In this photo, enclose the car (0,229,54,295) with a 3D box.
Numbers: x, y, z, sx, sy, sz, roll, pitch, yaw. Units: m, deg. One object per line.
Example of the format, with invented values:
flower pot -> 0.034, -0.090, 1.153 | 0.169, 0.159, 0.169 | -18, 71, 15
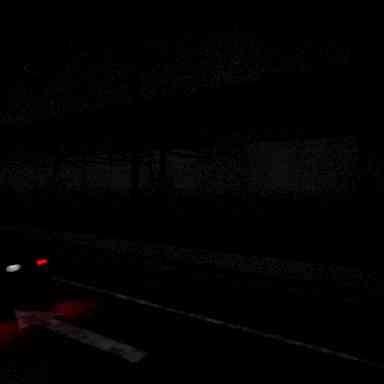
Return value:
car -> -5.506, 1.513, 7.915 | 5.357, 1.411, 2.033 | 0, 0, 36
